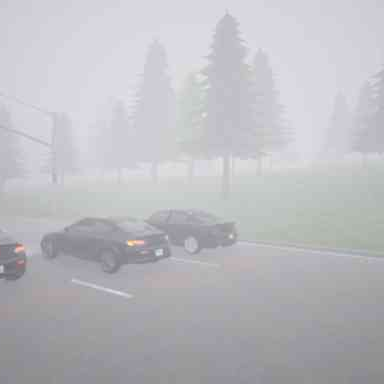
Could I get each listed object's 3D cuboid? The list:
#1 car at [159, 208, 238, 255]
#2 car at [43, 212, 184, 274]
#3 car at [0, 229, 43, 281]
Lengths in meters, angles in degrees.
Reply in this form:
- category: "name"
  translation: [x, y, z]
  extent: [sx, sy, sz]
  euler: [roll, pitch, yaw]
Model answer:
- category: "car"
  translation: [-0.649, 1.366, 13.018]
  extent: [5.008, 1.535, 1.882]
  euler: [1, 1, 36]
- category: "car"
  translation: [-2.734, 1.413, 10.207]
  extent: [4.674, 1.442, 1.812]
  euler: [1, 1, 36]
- category: "car"
  translation: [-5.839, 1.394, 8.134]
  extent: [4.674, 1.442, 1.812]
  euler: [1, 1, 36]
